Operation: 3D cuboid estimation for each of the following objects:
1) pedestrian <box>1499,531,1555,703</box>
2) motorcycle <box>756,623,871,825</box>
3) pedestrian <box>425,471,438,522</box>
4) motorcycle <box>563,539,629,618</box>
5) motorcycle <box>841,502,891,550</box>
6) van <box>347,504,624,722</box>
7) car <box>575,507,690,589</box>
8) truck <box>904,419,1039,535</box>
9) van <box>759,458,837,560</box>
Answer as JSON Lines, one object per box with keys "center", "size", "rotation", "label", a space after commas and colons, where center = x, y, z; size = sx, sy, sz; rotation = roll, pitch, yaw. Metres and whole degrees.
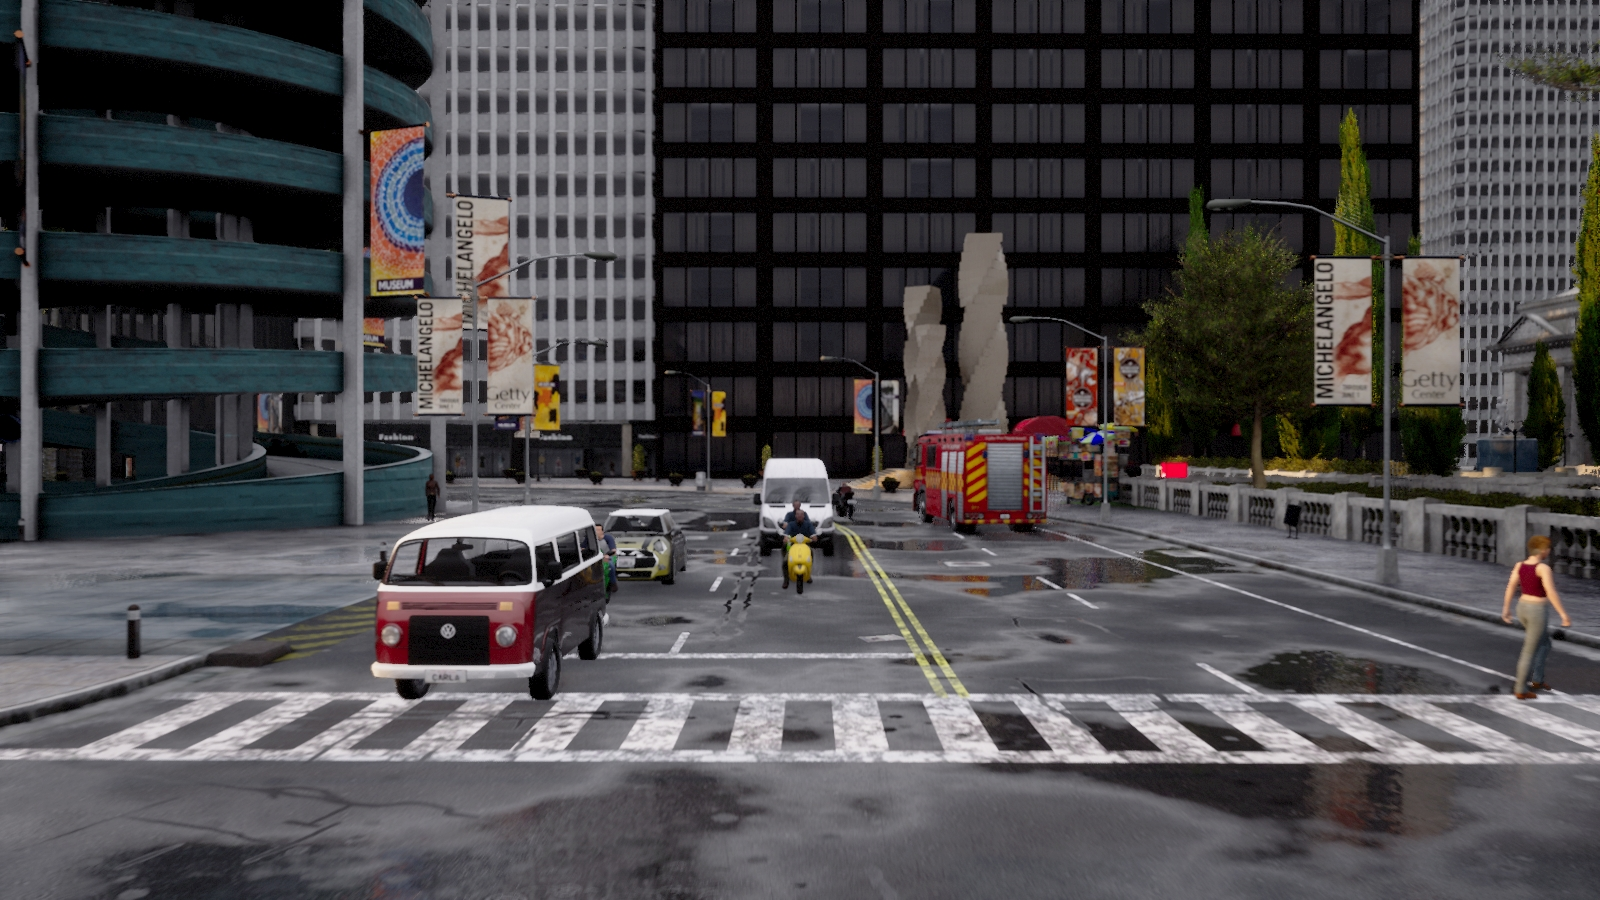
{"center": [8.116, 1.851, 12.759], "size": [0.375, 1.860, 0.375], "rotation": [0, 0, -9], "label": "pedestrian"}
{"center": [0.101, 2.184, 9.438], "size": [0.856, 1.236, 1.805], "rotation": [0, 0, 0], "label": "motorcycle"}
{"center": [-13.592, 1.702, 42.156], "size": [0.375, 1.860, 0.375], "rotation": [0, 0, -9], "label": "pedestrian"}
{"center": [-3.540, 2.215, 19.982], "size": [0.803, 1.145, 2.033], "rotation": [0, 0, 0], "label": "motorcycle"}
{"center": [1.914, 2.210, 33.521], "size": [0.867, 1.251, 2.209], "rotation": [0, 0, -14], "label": "motorcycle"}
{"center": [-3.601, 1.785, 14.042], "size": [2.069, 2.038, 4.480], "rotation": [0, 0, 1], "label": "van"}
{"center": [-3.549, 2.068, 24.903], "size": [1.970, 1.475, 3.806], "rotation": [0, 0, 0], "label": "car"}
{"center": [6.070, 0.897, 42.004], "size": [2.891, 3.827, 8.468], "rotation": [0, 0, -6], "label": "truck"}
{"center": [-0.157, 1.539, 32.391], "size": [1.988, 2.561, 5.915], "rotation": [0, 0, -2], "label": "van"}
